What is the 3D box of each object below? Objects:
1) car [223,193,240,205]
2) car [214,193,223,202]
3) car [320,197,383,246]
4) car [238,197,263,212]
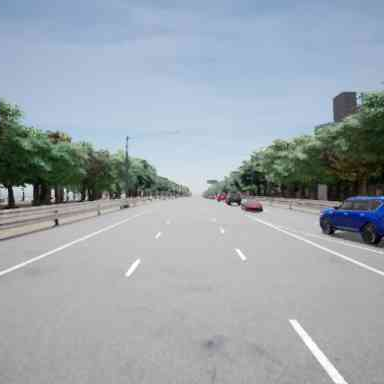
[{"bbox_3d":[7.058,1.212,56.712,2.150,2.045,5.566,0,0,0],"label":"car"},{"bbox_3d":[7.161,1.344,80.259,2.150,2.045,5.566,0,-1,0],"label":"car"},{"bbox_3d":[8.278,1.227,15.681,2.150,2.045,5.566,0,0,-9],"label":"car"},{"bbox_3d":[7.034,1.552,39.379,1.994,1.385,4.181,0,0,0],"label":"car"}]
